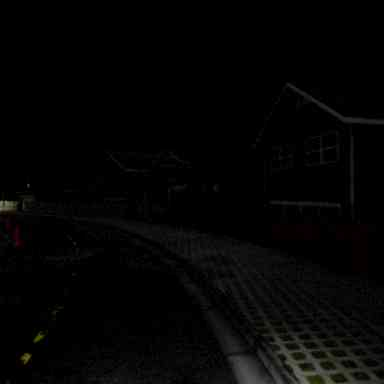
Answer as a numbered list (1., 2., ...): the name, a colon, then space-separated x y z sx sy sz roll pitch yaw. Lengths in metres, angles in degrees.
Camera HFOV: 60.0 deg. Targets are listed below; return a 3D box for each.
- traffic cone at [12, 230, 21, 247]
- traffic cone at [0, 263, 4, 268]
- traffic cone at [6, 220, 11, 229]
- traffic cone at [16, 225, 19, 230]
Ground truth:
1. traffic cone: -7.907 2.143 14.996 0.340 0.580 0.340 0 -1 -24
2. traffic cone: -6.229 2.095 10.594 0.340 0.580 0.340 0 -1 -18
3. traffic cone: -12.723 2.237 23.078 0.340 0.580 0.340 0 -1 -37
4. traffic cone: -10.081 2.191 19.176 0.340 0.580 0.340 0 -1 -31
